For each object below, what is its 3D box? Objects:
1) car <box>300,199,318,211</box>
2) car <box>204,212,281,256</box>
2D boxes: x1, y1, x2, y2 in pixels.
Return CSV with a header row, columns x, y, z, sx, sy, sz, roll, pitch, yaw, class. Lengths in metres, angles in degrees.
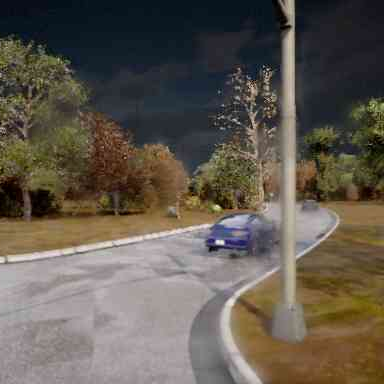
x,y,z,sx,sy,sz,roll,pitch,yaw,class
15.574,1.729,44.299,2.128,1.511,4.902,0,-1,15,car
2.158,1.534,13.205,1.812,1.442,4.674,0,0,32,car
